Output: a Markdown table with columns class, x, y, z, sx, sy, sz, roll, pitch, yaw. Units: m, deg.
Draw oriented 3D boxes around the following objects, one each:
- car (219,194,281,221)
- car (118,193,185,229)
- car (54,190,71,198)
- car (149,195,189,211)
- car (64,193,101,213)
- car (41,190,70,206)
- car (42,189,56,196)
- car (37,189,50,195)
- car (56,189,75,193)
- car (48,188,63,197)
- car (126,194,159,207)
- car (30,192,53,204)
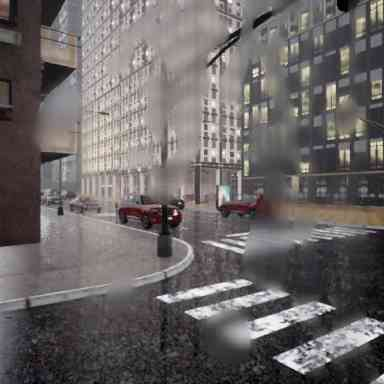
| class | x | y | z | sx | sy | sz | roll | pitch | yaw |
| --- | --- | --- | --- | --- | --- | --- | --- | --- | --- |
| car | 4.142 | 1.020 | 24.258 | 2.192 | 1.841 | 5.009 | 1 | 0 | -36 |
| car | -2.600 | 1.004 | 19.283 | 2.192 | 1.841 | 5.009 | 2 | 0 | -36 |
| car | -25.214 | 0.303 | 64.646 | 1.887 | 1.381 | 4.507 | 1 | 0 | -36 |
| car | -2.387 | 1.063 | 33.234 | 1.947 | 1.339 | 4.313 | 1 | 0 | -36 |
| car | -9.129 | 1.064 | 28.256 | 1.802 | 1.307 | 4.206 | 2 | 0 | -36 |
| car | -15.649 | 0.823 | 37.229 | 2.008 | 1.369 | 4.403 | 2 | 0 | -36 |
| car | -31.736 | 0.090 | 73.620 | 1.887 | 1.381 | 4.507 | 1 | 0 | -36 |
| car | -34.997 | -0.017 | 78.107 | 1.887 | 1.381 | 4.507 | 1 | 0 | -36 |
| car | -19.568 | 0.510 | 52.446 | 1.837 | 1.490 | 4.892 | 0 | 1 | -36 |
| car | -28.472 | 0.092 | 69.132 | 1.967 | 1.590 | 4.097 | 1 | 0 | -36 |
| car | -5.648 | 0.959 | 37.721 | 1.947 | 1.339 | 4.313 | 1 | 0 | -36 |
| car | -18.909 | 0.749 | 41.715 | 1.802 | 1.307 | 4.206 | 2 | 0 | -36 |
